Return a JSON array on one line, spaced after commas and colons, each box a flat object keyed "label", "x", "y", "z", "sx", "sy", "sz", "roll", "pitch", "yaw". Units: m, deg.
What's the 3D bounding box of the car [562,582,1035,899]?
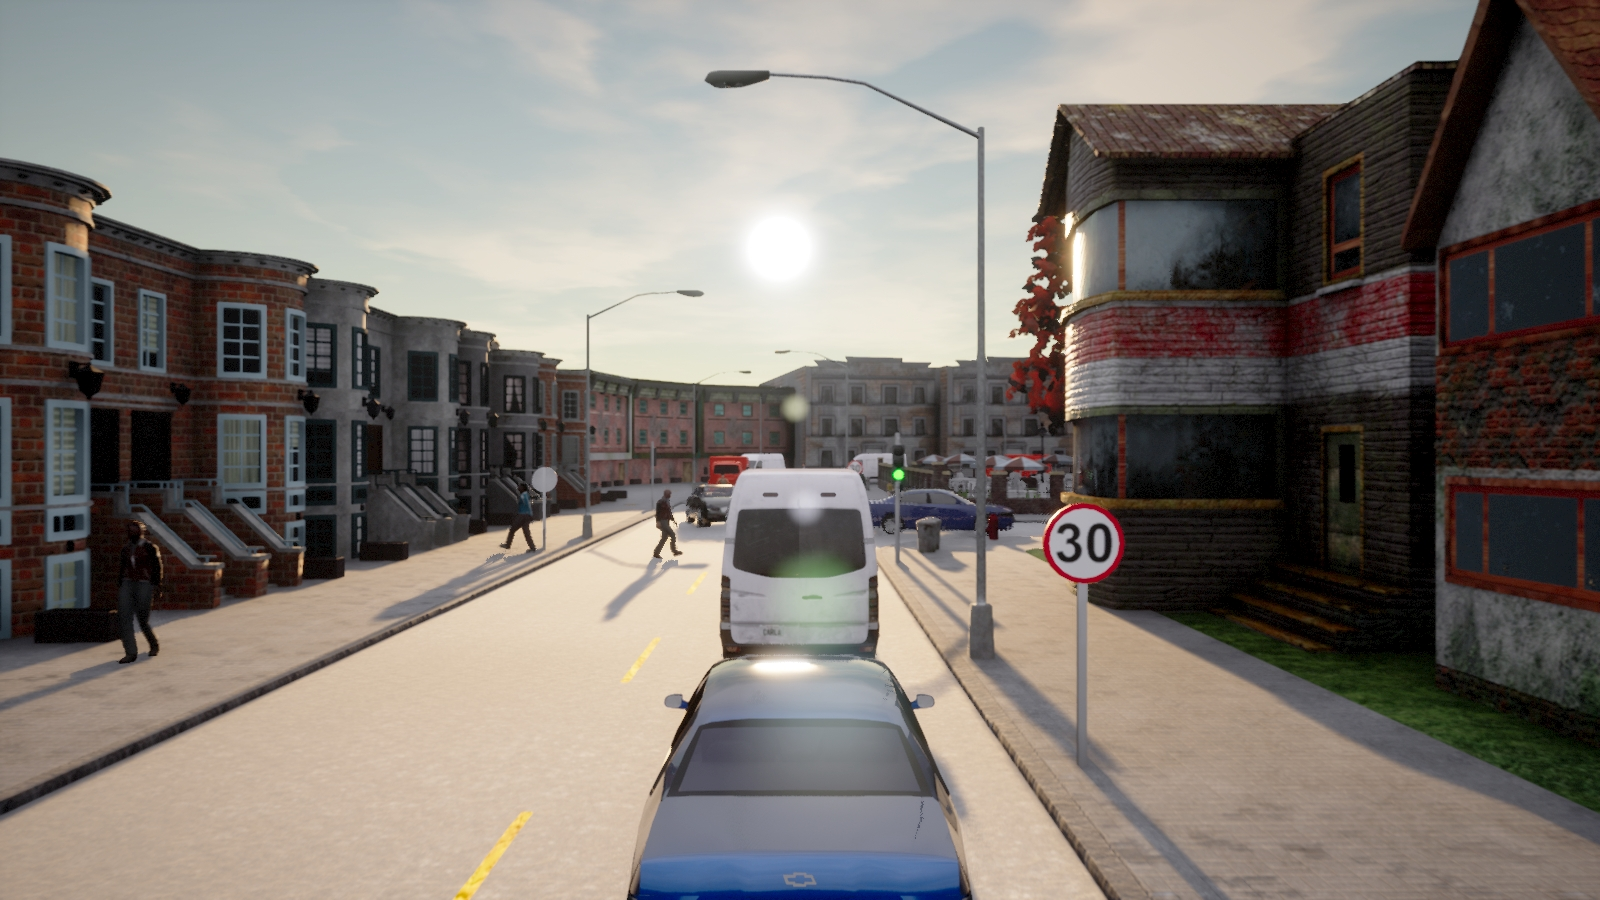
[{"label": "car", "x": -0.007, "y": 1.888, "z": 7.585, "sx": 2.033, "sy": 1.411, "sz": 5.357, "roll": 0, "pitch": 0, "yaw": 0}]

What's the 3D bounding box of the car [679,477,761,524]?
[{"label": "car", "x": -3.078, "y": 1.835, "z": 42.795, "sx": 2.128, "sy": 1.511, "sz": 4.902, "roll": 0, "pitch": 0, "yaw": -15}]

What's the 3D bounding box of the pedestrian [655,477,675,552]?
[{"label": "pedestrian", "x": -3.425, "y": 1.634, "z": 29.027, "sx": 0.375, "sy": 1.860, "sz": 0.375, "roll": 0, "pitch": 0, "yaw": 21}]

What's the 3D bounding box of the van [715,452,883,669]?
[{"label": "van", "x": -0.012, "y": 1.317, "z": 16.508, "sx": 1.988, "sy": 2.561, "sz": 5.915, "roll": 0, "pitch": 0, "yaw": 0}]

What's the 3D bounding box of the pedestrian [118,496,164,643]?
[{"label": "pedestrian", "x": -8.473, "y": 1.527, "z": 14.702, "sx": 0.375, "sy": 1.860, "sz": 0.375, "roll": 0, "pitch": 0, "yaw": 0}]

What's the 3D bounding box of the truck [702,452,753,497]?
[{"label": "truck", "x": -4.062, "y": 1.359, "z": 65.066, "sx": 2.627, "sy": 2.467, "sz": 5.204, "roll": 0, "pitch": 0, "yaw": 0}]

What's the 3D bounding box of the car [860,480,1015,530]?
[{"label": "car", "x": 4.633, "y": 1.821, "z": 38.239, "sx": 5.006, "sy": 1.535, "sz": 2.097, "roll": 0, "pitch": 0, "yaw": 10}]

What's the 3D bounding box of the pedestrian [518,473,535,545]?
[{"label": "pedestrian", "x": -7.105, "y": 1.530, "z": 29.664, "sx": 0.375, "sy": 1.860, "sz": 0.375, "roll": 0, "pitch": 0, "yaw": -2}]

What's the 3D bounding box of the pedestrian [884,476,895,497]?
[{"label": "pedestrian", "x": 4.738, "y": 1.908, "z": 60.512, "sx": 0.500, "sy": 1.100, "sz": 0.500, "roll": 0, "pitch": 0, "yaw": 0}]
